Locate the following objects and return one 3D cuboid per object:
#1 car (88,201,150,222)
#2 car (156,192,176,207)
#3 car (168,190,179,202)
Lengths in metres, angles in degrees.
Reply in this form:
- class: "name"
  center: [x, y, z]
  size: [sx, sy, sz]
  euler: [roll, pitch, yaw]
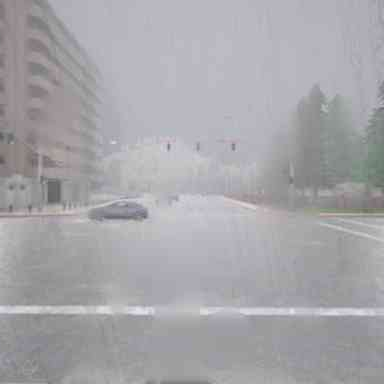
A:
- class: "car"
  center: [-5.038, 1.329, 23.189]
  size: [4.181, 1.385, 1.994]
  euler: [0, 0, 0]
- class: "car"
  center: [-3.584, 1.117, 43.821]
  size: [2.128, 1.511, 4.902]
  euler: [0, 0, 0]
- class: "car"
  center: [-3.537, 0.702, 60.855]
  size: [2.150, 2.045, 5.566]
  euler: [0, 0, 1]
